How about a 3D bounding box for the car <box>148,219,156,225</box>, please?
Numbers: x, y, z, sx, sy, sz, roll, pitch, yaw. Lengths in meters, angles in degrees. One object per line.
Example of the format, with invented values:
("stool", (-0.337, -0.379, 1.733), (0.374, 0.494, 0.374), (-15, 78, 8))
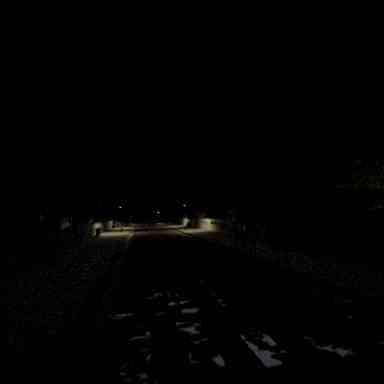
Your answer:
("car", (-10.103, 7.748, 85.125), (2.033, 1.411, 5.357), (-1, -4, -9))
